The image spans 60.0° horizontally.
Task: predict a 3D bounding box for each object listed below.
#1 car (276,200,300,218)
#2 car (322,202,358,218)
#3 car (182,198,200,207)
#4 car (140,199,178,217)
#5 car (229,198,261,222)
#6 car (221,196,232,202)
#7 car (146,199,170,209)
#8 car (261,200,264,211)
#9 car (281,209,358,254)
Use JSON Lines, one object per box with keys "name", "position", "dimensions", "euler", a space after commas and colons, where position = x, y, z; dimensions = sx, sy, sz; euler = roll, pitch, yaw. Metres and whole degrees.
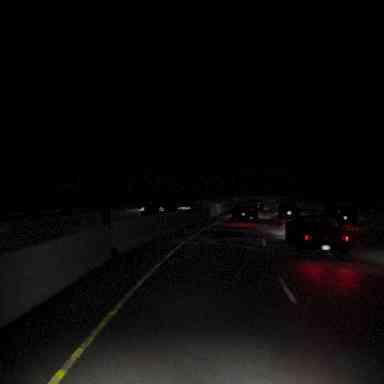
{"name": "car", "position": [8.920, 1.544, 30.898], "dimensions": [1.837, 1.490, 4.892], "euler": [0, 0, 14]}
{"name": "car", "position": [11.147, 1.532, 25.257], "dimensions": [1.837, 1.490, 4.892], "euler": [0, 0, 14]}
{"name": "car", "position": [-0.099, 1.659, 53.486], "dimensions": [2.033, 1.411, 5.357], "euler": [0, 0, 14]}
{"name": "car", "position": [-2.736, 1.381, 28.364], "dimensions": [2.097, 1.767, 4.553], "euler": [0, 0, 14]}
{"name": "car", "position": [4.390, 1.507, 27.075], "dimensions": [1.882, 1.535, 5.008], "euler": [0, 0, 13]}
{"name": "car", "position": [7.233, 1.619, 68.306], "dimensions": [1.882, 1.535, 5.008], "euler": [0, 0, 14]}
{"name": "car", "position": [-4.908, 1.688, 48.709], "dimensions": [1.895, 1.301, 4.718], "euler": [0, 0, 14]}
{"name": "car", "position": [8.005, 1.563, 41.849], "dimensions": [2.128, 1.511, 4.902], "euler": [0, 0, 14]}
{"name": "car", "position": [4.964, 1.607, 13.578], "dimensions": [1.895, 1.301, 4.718], "euler": [0, 0, 10]}
